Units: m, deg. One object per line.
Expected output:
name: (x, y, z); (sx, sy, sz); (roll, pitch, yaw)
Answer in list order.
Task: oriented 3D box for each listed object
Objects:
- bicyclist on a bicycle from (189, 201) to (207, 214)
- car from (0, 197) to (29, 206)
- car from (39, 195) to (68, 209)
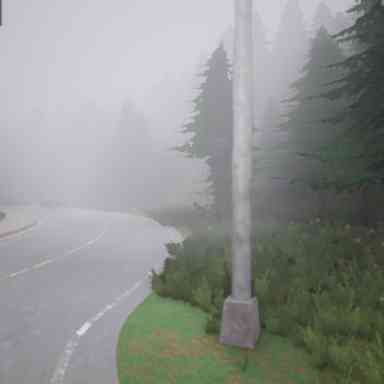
bicyclist on a bicycle: (0.367, 1.350, 19.091); (1.656, 1.620, 0.582); (-3, 1, -10)
car: (-25.495, 1.335, 46.964); (4.718, 1.301, 1.895); (1, 0, 24)
car: (-17.256, 1.160, 41.293); (4.553, 1.767, 2.097); (1, 0, 44)
